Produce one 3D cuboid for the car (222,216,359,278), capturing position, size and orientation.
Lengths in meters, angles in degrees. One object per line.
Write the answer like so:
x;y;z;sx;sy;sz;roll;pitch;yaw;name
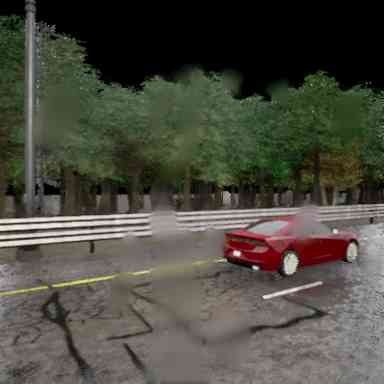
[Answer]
3.219;1.501;10.331;5.008;1.535;1.882;0;0;-35;car
